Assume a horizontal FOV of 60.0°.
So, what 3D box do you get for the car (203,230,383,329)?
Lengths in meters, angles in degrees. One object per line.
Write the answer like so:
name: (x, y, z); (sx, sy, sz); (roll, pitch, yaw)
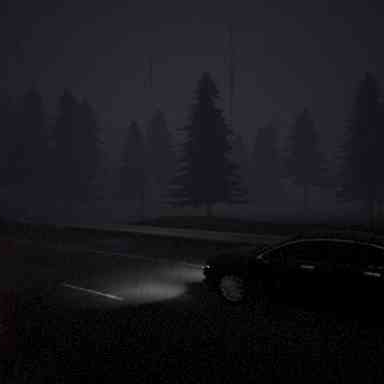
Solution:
car: (2.505, 1.495, 6.383); (4.892, 1.490, 1.837); (0, 0, 35)
